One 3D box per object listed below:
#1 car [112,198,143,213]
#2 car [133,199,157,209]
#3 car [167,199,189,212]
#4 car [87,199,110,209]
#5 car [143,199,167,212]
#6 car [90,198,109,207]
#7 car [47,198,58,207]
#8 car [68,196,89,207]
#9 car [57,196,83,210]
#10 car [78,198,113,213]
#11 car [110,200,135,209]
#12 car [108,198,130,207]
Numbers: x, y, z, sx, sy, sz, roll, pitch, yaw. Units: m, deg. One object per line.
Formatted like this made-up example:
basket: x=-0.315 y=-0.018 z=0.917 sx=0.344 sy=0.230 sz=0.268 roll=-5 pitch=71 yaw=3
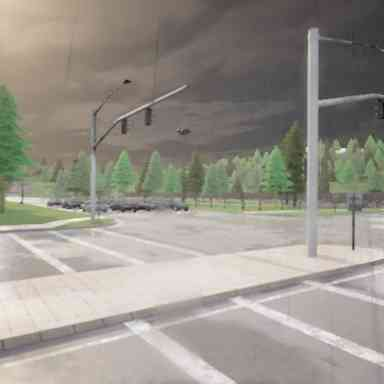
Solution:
car: x=-8.460 y=1.746 z=41.131 sx=2.033 sy=1.411 sz=5.357 roll=1 pitch=0 yaw=-35
car: x=-7.355 y=1.846 z=51.757 sx=1.994 sy=1.385 sz=4.181 roll=1 pitch=0 yaw=-35
car: x=-2.261 y=1.787 z=44.486 sx=1.837 sy=1.490 sz=4.892 roll=1 pitch=0 yaw=-35
car: x=-13.824 y=1.725 z=48.781 sx=1.812 sy=1.442 sz=4.674 roll=1 pitch=0 yaw=-35
car: x=-5.473 y=1.804 z=42.969 sx=1.994 sy=1.385 sz=4.181 roll=1 pitch=0 yaw=-35
car: x=-16.211 y=1.806 z=58.314 sx=1.994 sy=1.385 sz=4.181 roll=1 pitch=0 yaw=-35
car: x=-22.754 y=1.723 z=55.451 sx=1.994 sy=1.385 sz=4.181 roll=1 pitch=0 yaw=-35
car: x=-19.390 y=1.552 z=56.749 sx=2.097 sy=1.767 sz=4.553 roll=1 pitch=0 yaw=-35
car: x=-17.048 y=1.705 z=47.276 sx=2.033 sy=1.411 sz=5.357 roll=1 pitch=0 yaw=-35
car: x=-11.504 y=1.758 z=39.375 sx=1.895 sy=1.301 sz=4.718 roll=1 pitch=0 yaw=-35
car: x=-10.499 y=1.842 z=50.131 sx=1.895 sy=1.301 sz=4.718 roll=1 pitch=0 yaw=-35
car: x=-13.357 y=1.831 z=60.352 sx=2.033 sy=1.411 sz=5.357 roll=1 pitch=0 yaw=-35
